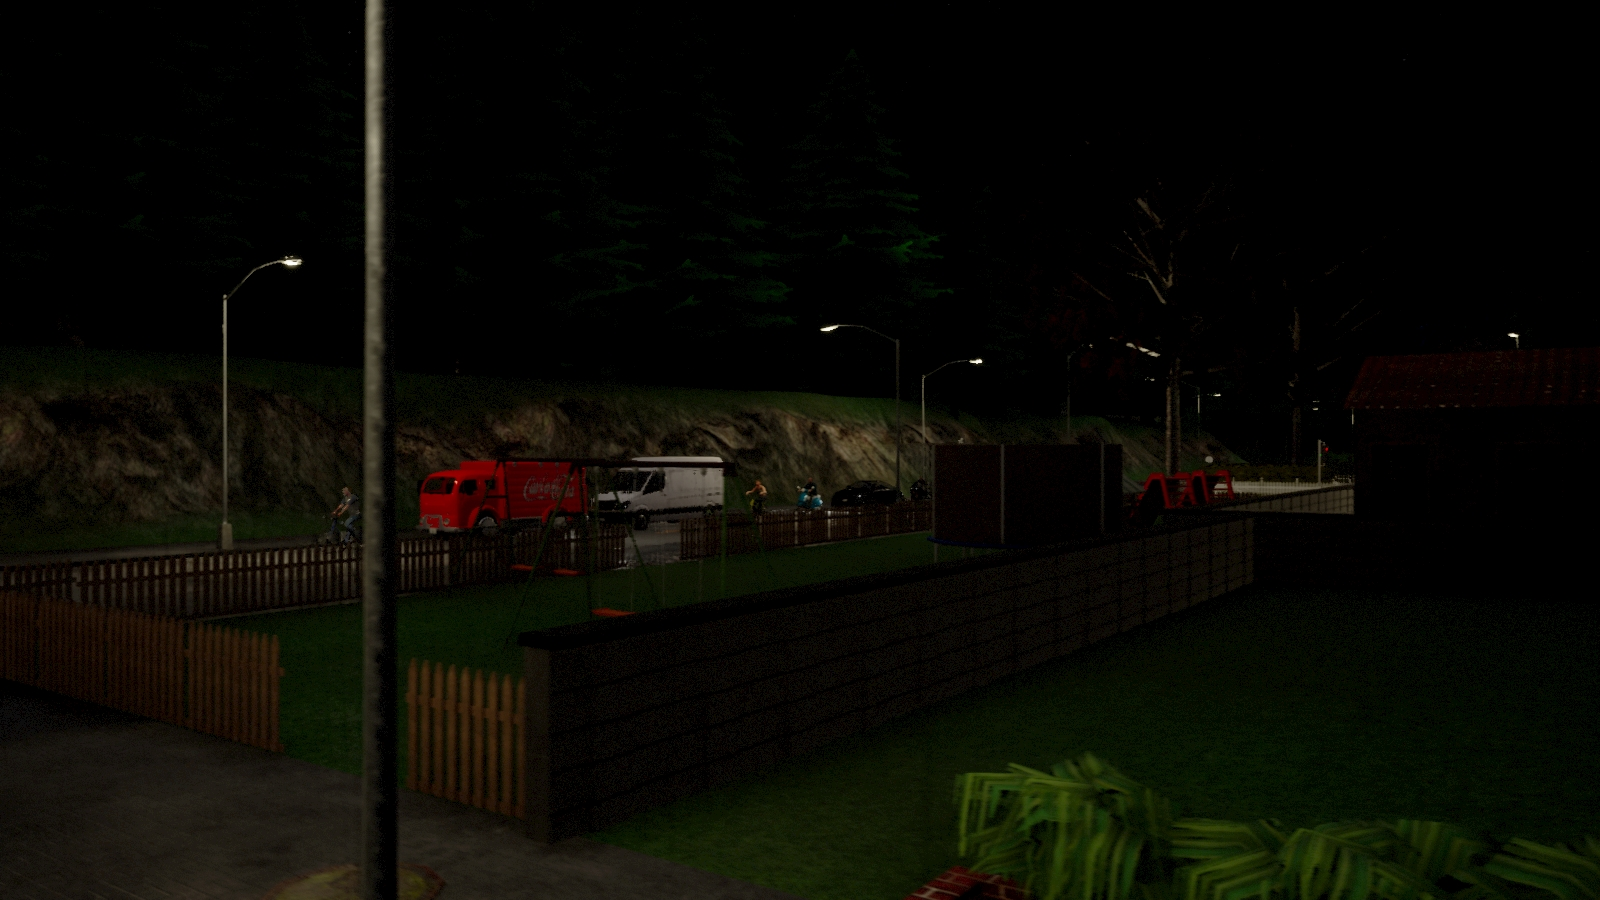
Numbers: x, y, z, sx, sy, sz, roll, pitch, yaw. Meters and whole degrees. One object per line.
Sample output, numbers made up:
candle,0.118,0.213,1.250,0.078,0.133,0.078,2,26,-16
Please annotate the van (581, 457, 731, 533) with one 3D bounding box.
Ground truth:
van,-5.164,1.536,41.859,1.988,2.561,5.915,0,0,35

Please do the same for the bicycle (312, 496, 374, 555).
bicycle,-12.521,2.058,31.368,0.373,1.496,1.643,0,0,35

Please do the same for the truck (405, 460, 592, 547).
truck,-9.360,1.570,35.880,2.627,2.467,5.204,0,0,35

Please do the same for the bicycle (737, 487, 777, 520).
bicycle,-1.744,2.160,46.555,0.859,1.276,1.487,0,0,36
